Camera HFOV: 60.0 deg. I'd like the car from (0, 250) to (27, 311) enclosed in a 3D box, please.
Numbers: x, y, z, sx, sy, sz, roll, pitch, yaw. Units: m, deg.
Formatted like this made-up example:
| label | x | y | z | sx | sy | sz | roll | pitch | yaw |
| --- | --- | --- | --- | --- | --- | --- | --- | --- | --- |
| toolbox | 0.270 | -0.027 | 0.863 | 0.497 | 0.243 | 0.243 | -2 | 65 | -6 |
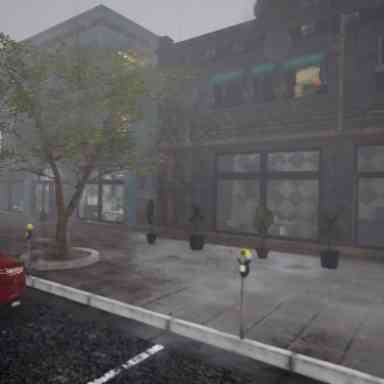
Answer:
| label | x | y | z | sx | sy | sz | roll | pitch | yaw |
| --- | --- | --- | --- | --- | --- | --- | --- | --- | --- |
| car | -4.997 | 1.479 | 6.425 | 4.507 | 1.381 | 1.887 | 1 | 1 | 35 |
